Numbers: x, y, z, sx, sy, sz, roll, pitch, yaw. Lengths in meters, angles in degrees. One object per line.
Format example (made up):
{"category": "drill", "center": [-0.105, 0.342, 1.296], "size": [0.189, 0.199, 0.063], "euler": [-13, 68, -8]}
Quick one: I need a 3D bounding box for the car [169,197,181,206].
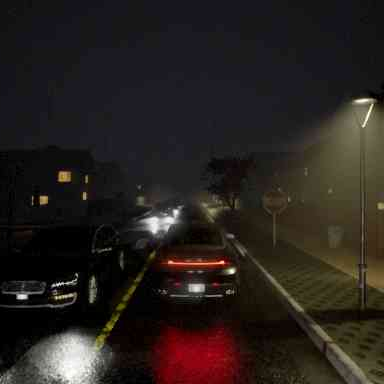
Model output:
{"category": "car", "center": [-2.937, 1.680, 59.078], "size": [1.882, 1.535, 5.008], "euler": [0, 0, 0]}

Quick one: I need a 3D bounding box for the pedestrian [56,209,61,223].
{"category": "pedestrian", "center": [-9.958, 1.476, 24.862], "size": [0.375, 1.860, 0.375], "euler": [0, -2, 5]}

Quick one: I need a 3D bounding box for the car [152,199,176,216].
{"category": "car", "center": [-2.912, 1.681, 33.795], "size": [1.895, 1.301, 4.718], "euler": [0, 0, 0]}

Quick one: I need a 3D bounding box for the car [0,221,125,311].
{"category": "car", "center": [-2.866, 1.517, 8.031], "size": [1.837, 1.490, 4.892], "euler": [0, 0, 0]}

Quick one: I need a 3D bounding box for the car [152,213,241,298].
{"category": "car", "center": [0.084, 1.517, 8.524], "size": [1.837, 1.490, 4.892], "euler": [0, 0, 0]}

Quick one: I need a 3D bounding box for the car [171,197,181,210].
{"category": "car", "center": [-2.926, 1.730, 45.804], "size": [1.895, 1.301, 4.718], "euler": [0, 0, 0]}
